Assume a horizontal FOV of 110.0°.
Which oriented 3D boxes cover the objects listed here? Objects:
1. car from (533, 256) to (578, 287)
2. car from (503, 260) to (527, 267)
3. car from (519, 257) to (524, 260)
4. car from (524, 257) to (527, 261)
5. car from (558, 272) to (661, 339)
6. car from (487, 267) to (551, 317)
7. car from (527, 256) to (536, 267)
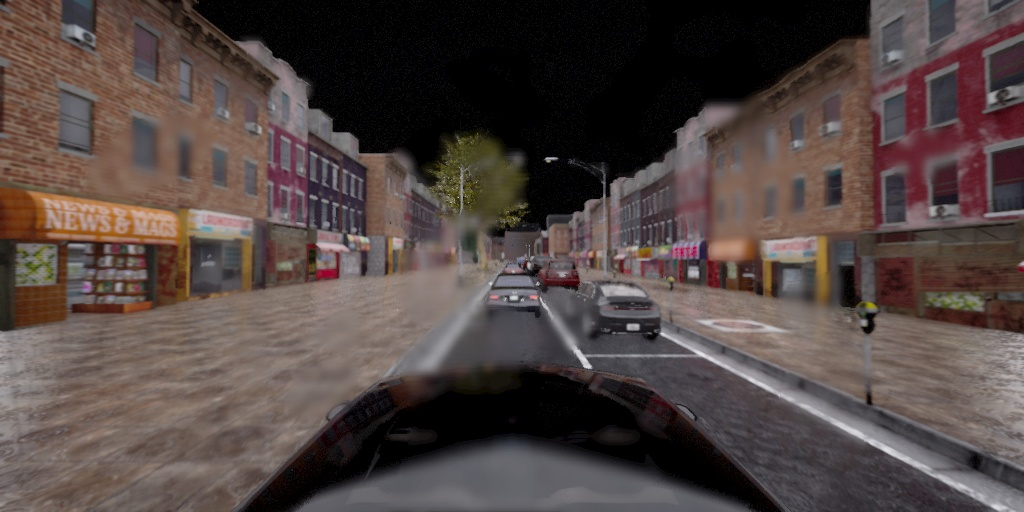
[{"bbox_3d":[2.642,1.097,21.085,2.192,1.841,5.009,0,0,0],"label":"car"},{"bbox_3d":[0.099,1.363,34.326,1.994,1.385,4.181,0,0,0],"label":"car"},{"bbox_3d":[2.647,1.139,54.330,2.192,1.841,5.009,0,0,0],"label":"car"},{"bbox_3d":[2.988,1.039,43.261,2.150,2.045,5.566,0,0,0],"label":"car"},{"bbox_3d":[2.640,1.317,10.002,2.007,1.370,4.403,0,0,0],"label":"car"},{"bbox_3d":[0.085,1.319,13.337,2.033,1.411,5.357,0,0,0],"label":"car"},{"bbox_3d":[2.987,1.030,36.260,2.150,2.045,5.566,0,0,0],"label":"car"}]
